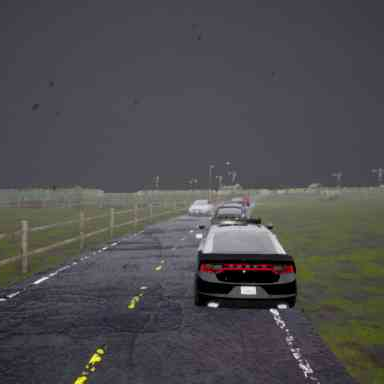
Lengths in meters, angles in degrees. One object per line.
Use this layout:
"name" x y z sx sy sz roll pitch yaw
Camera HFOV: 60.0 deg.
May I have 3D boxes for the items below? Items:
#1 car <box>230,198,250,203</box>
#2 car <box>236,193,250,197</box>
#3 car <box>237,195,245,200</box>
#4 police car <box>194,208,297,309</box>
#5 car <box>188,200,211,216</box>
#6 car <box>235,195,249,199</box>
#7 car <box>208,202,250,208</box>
"car" 2.944 1.459 23.613 1.882 1.535 5.008 0 0 10
"car" 7.749 1.167 51.278 2.150 2.045 5.566 0 0 12
"car" 13.956 1.482 94.398 1.895 1.301 4.718 0 0 12
"police car" 1.097 1.423 8.080 1.930 1.638 5.238 0 0 4
"car" 0.925 1.500 31.777 1.812 1.442 4.674 0 0 11
"car" 5.653 1.438 41.172 1.882 1.535 5.008 0 0 12
"car" 2.048 1.494 17.772 1.837 1.490 4.892 0 0 8
